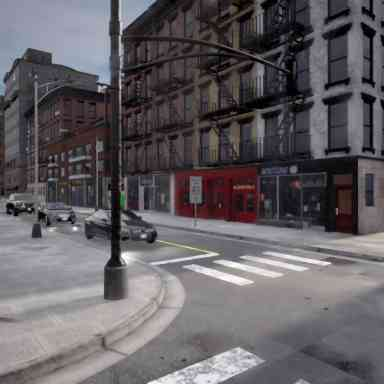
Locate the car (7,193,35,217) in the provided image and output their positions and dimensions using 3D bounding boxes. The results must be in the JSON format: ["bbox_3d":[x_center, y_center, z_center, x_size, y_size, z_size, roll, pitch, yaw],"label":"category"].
[{"bbox_3d":[-16.046,1.168,31.597,2.150,2.045,5.566,0,0,-37],"label":"car"}]

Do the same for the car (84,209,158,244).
[{"bbox_3d":[-3.419,1.508,15.220,1.812,1.442,4.674,0,0,-39],"label":"car"}]

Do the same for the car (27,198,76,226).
[{"bbox_3d":[-9.690,1.456,23.335,2.128,1.511,4.902,0,0,-38],"label":"car"}]
